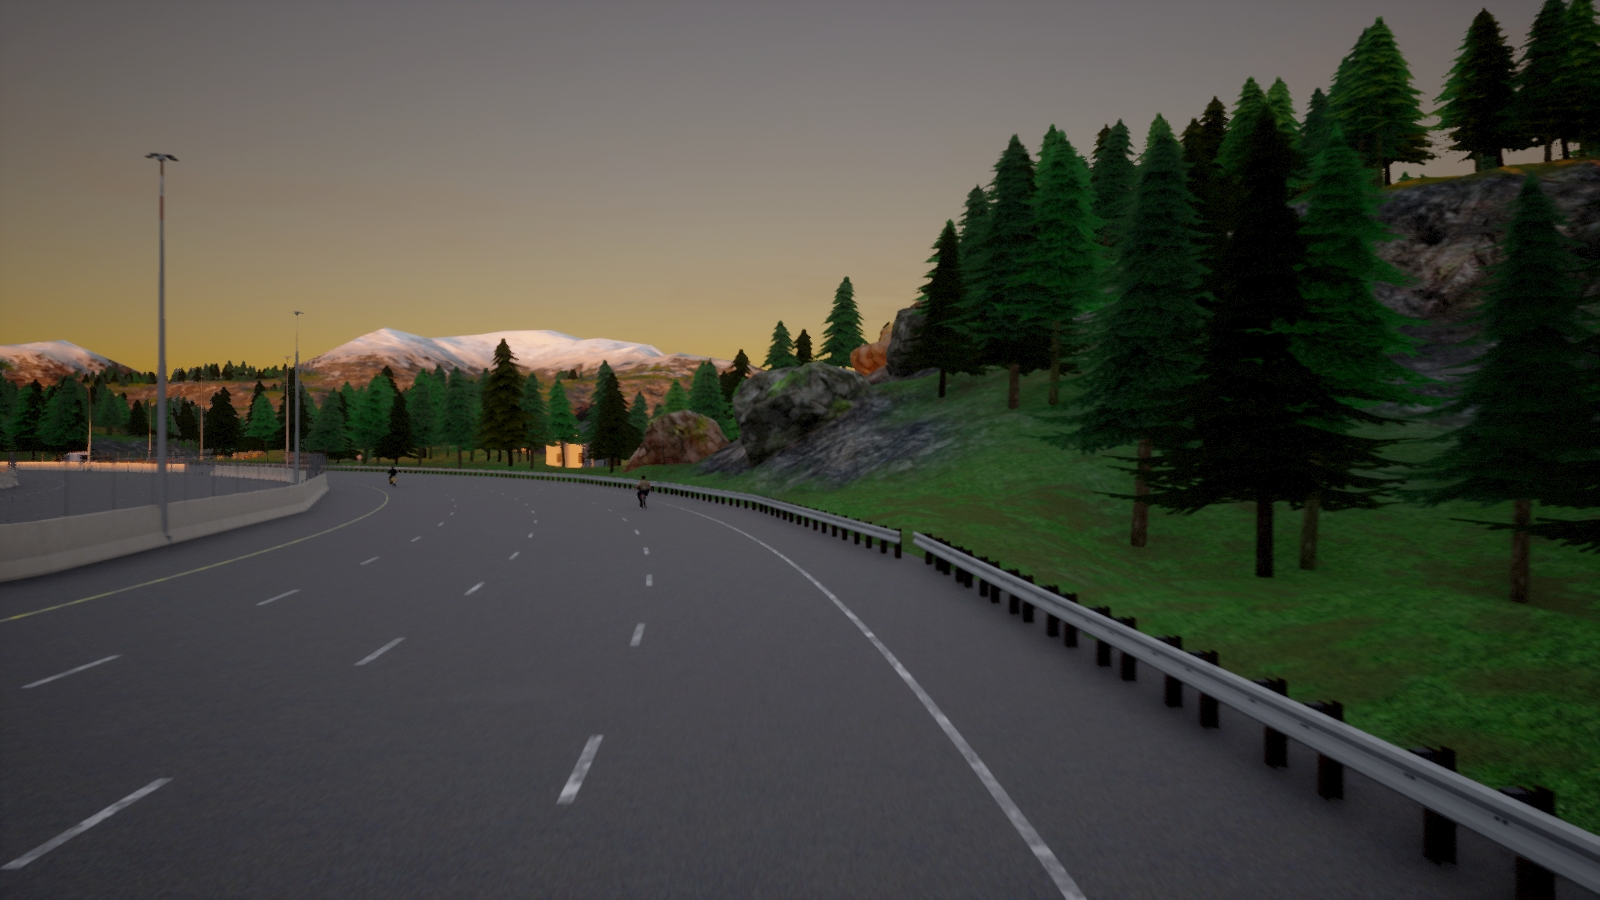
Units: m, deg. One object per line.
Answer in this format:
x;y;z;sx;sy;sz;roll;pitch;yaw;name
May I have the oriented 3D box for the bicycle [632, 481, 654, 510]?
-7.458;2.157;54.315;0.859;1.295;1.487;0;0;-15;bicycle
